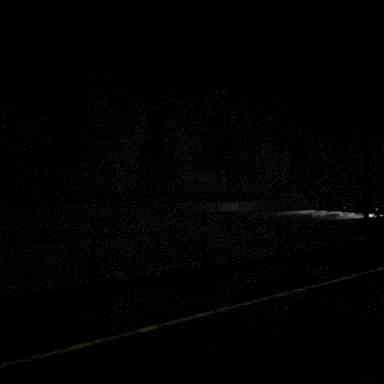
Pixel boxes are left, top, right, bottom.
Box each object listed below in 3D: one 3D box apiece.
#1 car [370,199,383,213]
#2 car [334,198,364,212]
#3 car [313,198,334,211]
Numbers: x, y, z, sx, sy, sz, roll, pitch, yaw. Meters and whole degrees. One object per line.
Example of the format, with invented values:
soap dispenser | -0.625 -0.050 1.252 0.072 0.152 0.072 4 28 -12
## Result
car | 21.302 1.504 36.129 4.902 1.511 2.128 -1 0 -35
car | 19.269 1.499 38.978 4.902 1.511 2.128 -1 0 -35
car | 17.214 1.493 41.807 4.902 1.511 2.128 -1 0 -35
